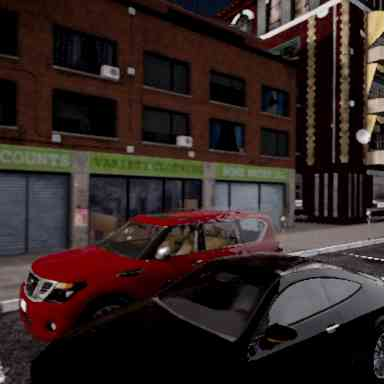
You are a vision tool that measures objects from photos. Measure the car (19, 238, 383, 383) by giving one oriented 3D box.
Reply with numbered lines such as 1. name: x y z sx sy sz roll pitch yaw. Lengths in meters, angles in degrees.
1. car: 0.678 1.526 3.862 4.674 1.442 1.812 0 0 -35

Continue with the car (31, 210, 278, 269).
1. car: -0.380 1.315 6.268 5.009 1.841 2.192 0 1 -35
